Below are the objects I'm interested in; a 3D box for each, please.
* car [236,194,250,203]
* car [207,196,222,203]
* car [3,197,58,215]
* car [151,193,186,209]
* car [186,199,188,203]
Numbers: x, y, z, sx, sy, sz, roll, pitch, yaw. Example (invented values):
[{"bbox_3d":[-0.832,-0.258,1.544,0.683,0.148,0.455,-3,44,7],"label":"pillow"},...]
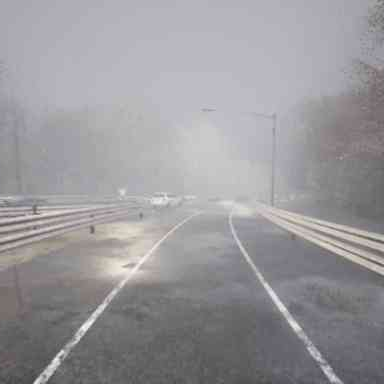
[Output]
[{"bbox_3d":[12.062,1.434,78.812,2.150,2.045,5.566,2,0,24],"label":"car"},{"bbox_3d":[4.825,1.522,70.971,1.882,1.535,5.008,2,0,24],"label":"car"},{"bbox_3d":[-13.636,1.192,28.554,1.837,1.490,4.892,2,0,24],"label":"car"},{"bbox_3d":[-3.224,1.138,43.704,2.150,2.045,5.566,1,0,24],"label":"car"},{"bbox_3d":[-2.388,1.439,63.171,1.994,1.385,4.181,2,0,24],"label":"car"}]
